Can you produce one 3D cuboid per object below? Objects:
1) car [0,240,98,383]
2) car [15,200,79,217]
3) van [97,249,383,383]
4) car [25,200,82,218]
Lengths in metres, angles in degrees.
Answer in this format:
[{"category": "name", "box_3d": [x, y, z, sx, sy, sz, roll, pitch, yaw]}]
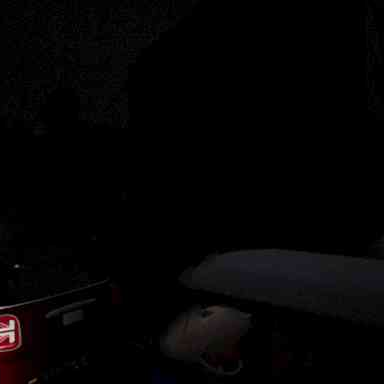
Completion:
[{"category": "car", "box_3d": [-2.925, 1.441, 4.901, 4.097, 1.590, 1.967, 0, 0, 35]}, {"category": "car", "box_3d": [-13.773, 1.529, 31.985, 2.033, 1.411, 5.357, -1, 0, 35]}, {"category": "van", "box_3d": [1.504, 1.341, 1.746, 3.998, 1.788, 1.690, 0, 0, 35]}, {"category": "car", "box_3d": [-12.088, 1.439, 29.258, 1.882, 1.535, 5.008, -1, 0, 35]}]
